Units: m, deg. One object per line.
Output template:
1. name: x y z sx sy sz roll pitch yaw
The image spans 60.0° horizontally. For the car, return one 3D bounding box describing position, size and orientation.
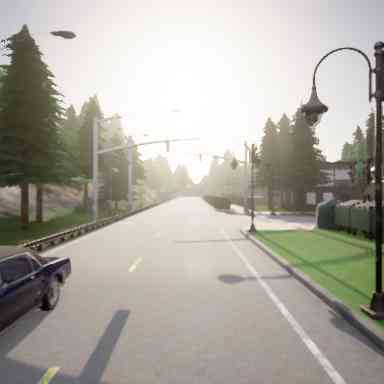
1. car: -3.568 1.602 5.068 1.895 1.301 4.718 0 0 0
